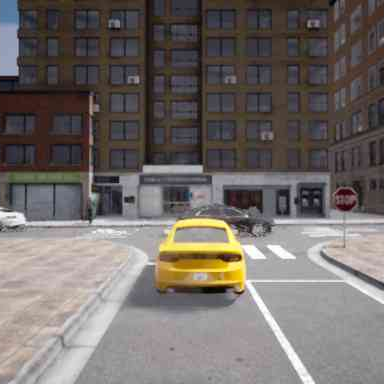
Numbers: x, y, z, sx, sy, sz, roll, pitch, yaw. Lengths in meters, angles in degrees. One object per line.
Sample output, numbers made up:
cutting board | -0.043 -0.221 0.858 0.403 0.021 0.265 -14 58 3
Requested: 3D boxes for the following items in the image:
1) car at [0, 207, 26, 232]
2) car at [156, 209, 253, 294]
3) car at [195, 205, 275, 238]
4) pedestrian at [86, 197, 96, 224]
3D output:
car | -12.295 1.607 19.602 4.674 1.442 1.812 -1 -1 0
car | 0.230 1.447 8.763 1.882 1.535 5.008 0 0 2
car | 1.653 1.424 16.603 4.892 1.490 1.837 0 0 0
pedestrian | -6.864 1.207 22.505 0.375 1.860 0.375 0 0 0
